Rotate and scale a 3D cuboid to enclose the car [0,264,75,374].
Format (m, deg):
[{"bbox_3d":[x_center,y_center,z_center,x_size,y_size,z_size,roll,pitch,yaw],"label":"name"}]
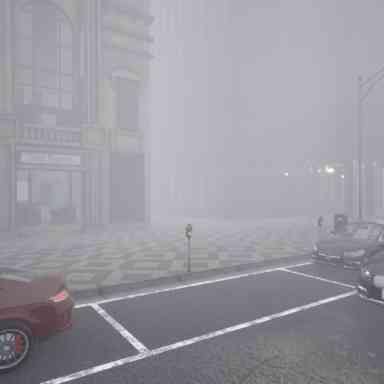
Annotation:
[{"bbox_3d":[-3.672,1.582,4.101,4.206,1.307,1.802,0,0,-34],"label":"car"}]

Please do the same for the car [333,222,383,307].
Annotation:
[{"bbox_3d":[5.426,1.491,6.953,4.902,1.511,2.128,0,0,-34],"label":"car"}]

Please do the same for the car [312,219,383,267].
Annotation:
[{"bbox_3d":[5.522,1.550,10.230,4.403,1.369,2.008,0,0,-34],"label":"car"}]
